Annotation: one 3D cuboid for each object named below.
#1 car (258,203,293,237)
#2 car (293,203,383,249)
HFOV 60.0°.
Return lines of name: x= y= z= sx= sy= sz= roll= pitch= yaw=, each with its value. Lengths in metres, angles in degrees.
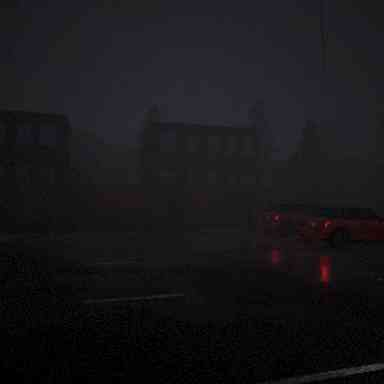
car: x=6.007 y=1.391 z=18.027 sx=4.553 sy=1.767 sz=2.097 roll=1 pitch=0 yaw=-16
car: x=7.175 y=1.417 z=14.723 sx=4.553 sy=1.767 sz=2.097 roll=1 pitch=0 yaw=-16
